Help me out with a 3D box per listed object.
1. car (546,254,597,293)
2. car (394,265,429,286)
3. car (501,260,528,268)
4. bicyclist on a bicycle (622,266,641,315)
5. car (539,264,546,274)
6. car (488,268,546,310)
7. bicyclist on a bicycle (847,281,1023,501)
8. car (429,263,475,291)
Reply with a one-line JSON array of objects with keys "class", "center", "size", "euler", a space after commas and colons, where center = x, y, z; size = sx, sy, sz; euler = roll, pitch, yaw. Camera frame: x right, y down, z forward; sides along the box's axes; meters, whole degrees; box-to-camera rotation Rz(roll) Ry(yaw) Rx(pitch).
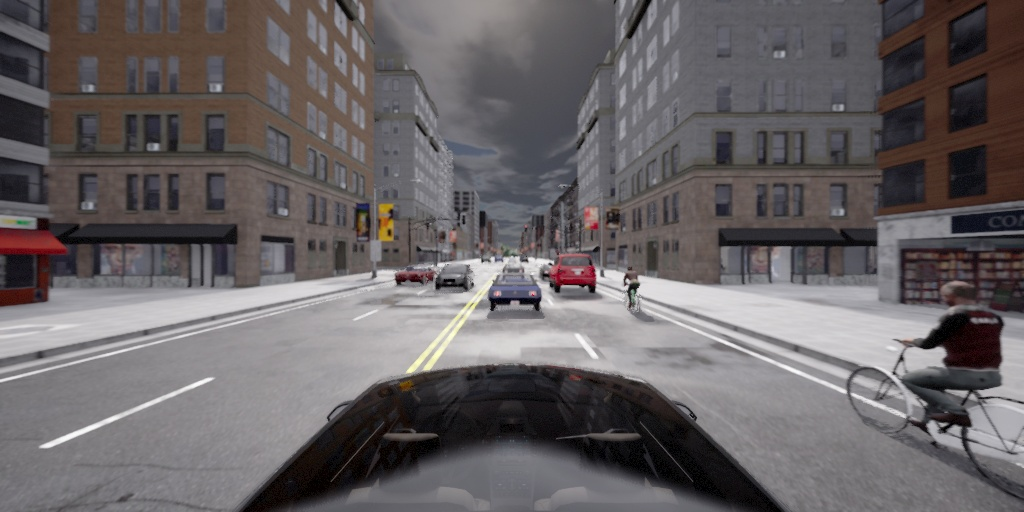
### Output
[{"class": "car", "center": [3.335, 0.920, 20.462], "size": [2.150, 2.045, 5.566], "euler": [0, 0, 2]}, {"class": "car", "center": [-6.570, 1.288, 24.854], "size": [1.895, 1.301, 4.718], "euler": [0, 0, 0]}, {"class": "car", "center": [0.116, 1.271, 31.314], "size": [1.895, 1.301, 4.718], "euler": [0, 0, 0]}, {"class": "bicyclist on a bicycle", "center": [4.149, 1.172, 12.455], "size": [0.582, 1.620, 1.656], "euler": [0, 0, 0]}, {"class": "car", "center": [3.266, 1.274, 30.232], "size": [1.895, 1.301, 4.718], "euler": [0, 0, 0]}, {"class": "car", "center": [0.107, 1.314, 14.471], "size": [1.895, 1.301, 4.718], "euler": [0, 0, 0]}, {"class": "bicyclist on a bicycle", "center": [4.144, 1.115, 3.527], "size": [0.659, 1.776, 1.843], "euler": [0, 0, 0]}, {"class": "car", "center": [-3.331, 1.202, 21.482], "size": [1.837, 1.490, 4.892], "euler": [0, 0, 0]}]
